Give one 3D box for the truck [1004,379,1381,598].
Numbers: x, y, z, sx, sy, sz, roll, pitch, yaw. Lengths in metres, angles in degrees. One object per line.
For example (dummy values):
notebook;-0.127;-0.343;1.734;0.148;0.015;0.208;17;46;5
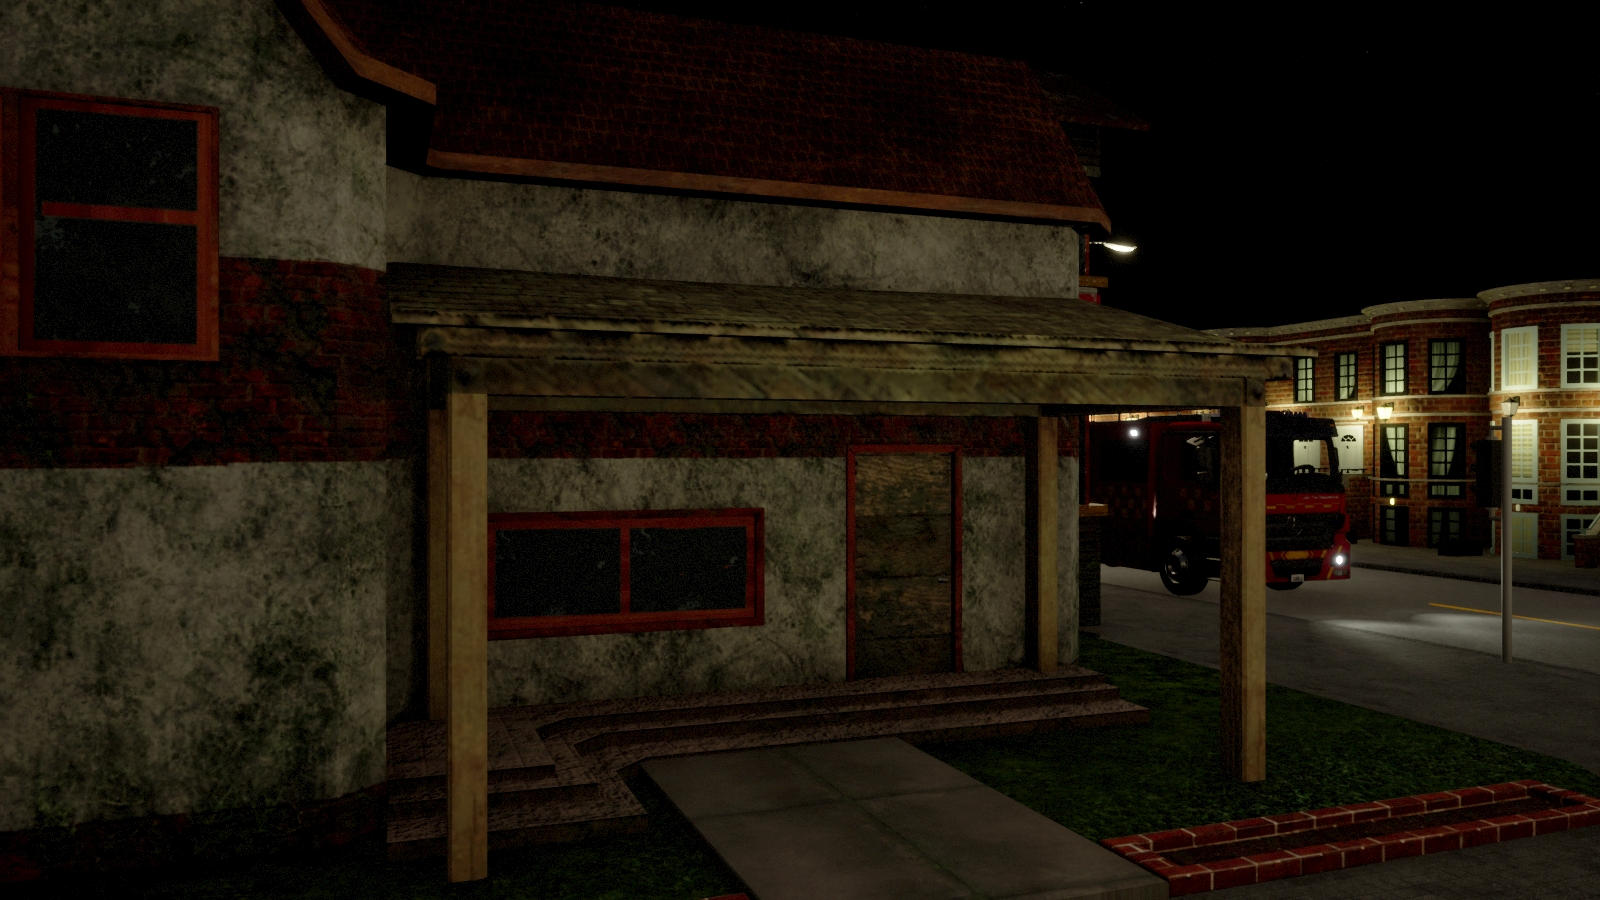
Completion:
truck;7.818;0.670;24.411;2.891;3.827;8.468;0;0;-20
